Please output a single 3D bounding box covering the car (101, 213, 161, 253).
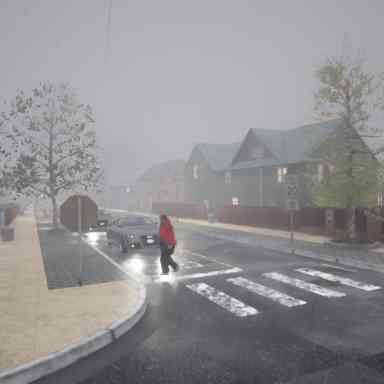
[{"bbox_3d":[-2.551,1.814,15.049,1.994,1.385,4.181,-1,-1,-27],"label":"car"}]

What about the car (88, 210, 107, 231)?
[{"bbox_3d":[-6.905,1.988,24.068,1.994,1.385,4.181,-1,-1,-26],"label":"car"}]

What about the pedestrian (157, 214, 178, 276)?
[{"bbox_3d":[-0.742,1.454,9.538,0.375,1.860,0.375,-2,1,-26],"label":"pedestrian"}]
